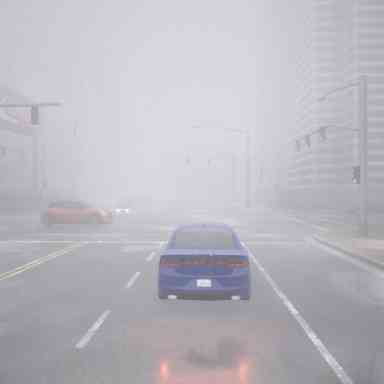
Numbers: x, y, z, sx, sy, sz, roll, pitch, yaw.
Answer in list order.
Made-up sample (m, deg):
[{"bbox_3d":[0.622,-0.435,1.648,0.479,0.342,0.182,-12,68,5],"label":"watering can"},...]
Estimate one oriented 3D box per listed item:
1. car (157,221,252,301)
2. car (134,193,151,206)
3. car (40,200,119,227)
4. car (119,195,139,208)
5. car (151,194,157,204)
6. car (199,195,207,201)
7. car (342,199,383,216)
[{"bbox_3d":[0.308,1.478,8.424,1.882,1.535,5.008,0,0,2],"label":"car"},{"bbox_3d":[-8.831,1.221,55.520,2.150,2.045,5.566,0,0,2],"label":"car"},{"bbox_3d":[-7.601,1.352,22.304,4.553,1.767,2.097,0,0,1],"label":"car"},{"bbox_3d":[-9.143,1.564,46.176,1.994,1.385,4.181,0,0,2],"label":"car"},{"bbox_3d":[-8.421,1.547,66.200,2.033,1.411,5.357,0,0,3],"label":"car"},{"bbox_3d":[2.762,1.524,86.201,1.812,1.442,4.674,0,0,2],"label":"car"},{"bbox_3d":[17.226,1.505,32.333,4.892,1.490,1.837,0,0,2],"label":"car"}]
